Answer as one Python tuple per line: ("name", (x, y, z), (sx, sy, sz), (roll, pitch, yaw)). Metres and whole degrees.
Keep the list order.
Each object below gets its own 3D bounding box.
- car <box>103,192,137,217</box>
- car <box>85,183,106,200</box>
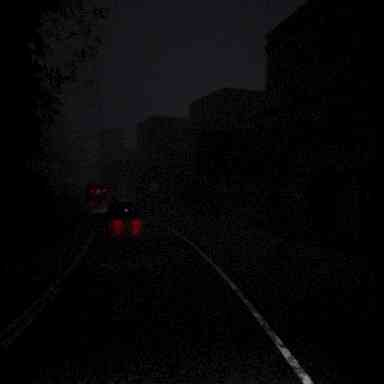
("car", (-5.596, 1.040, 26.208), (1.812, 1.442, 4.674), (-2, 3, -21))
("car", (-12.107, -0.146, 41.670), (2.150, 2.045, 5.566), (-2, 4, -23))
